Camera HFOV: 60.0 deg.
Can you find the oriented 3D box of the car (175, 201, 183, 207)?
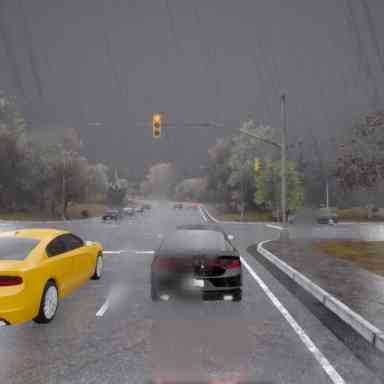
[{"bbox_3d":[-3.437,3.168,86.756,1.994,1.385,4.181,0,0,-3],"label":"car"}]

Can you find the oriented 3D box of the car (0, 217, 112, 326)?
[{"bbox_3d":[-3.406,1.543,7.302,1.882,1.535,5.008,0,-1,0],"label":"car"}]

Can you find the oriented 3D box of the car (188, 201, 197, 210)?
[{"bbox_3d":[0.161,3.044,76.175,2.097,1.767,4.553,0,0,0],"label":"car"}]

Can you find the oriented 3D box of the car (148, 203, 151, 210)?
[{"bbox_3d":[-10.343,3.232,75.321,2.033,1.411,5.357,0,0,0],"label":"car"}]

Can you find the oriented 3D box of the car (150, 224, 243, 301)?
[{"bbox_3d":[0.102,1.566,8.544,1.882,1.535,5.008,0,-1,0],"label":"car"}]

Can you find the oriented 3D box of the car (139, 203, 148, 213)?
[{"bbox_3d":[-10.406,3.247,64.741,2.128,1.511,4.902,0,0,1],"label":"car"}]

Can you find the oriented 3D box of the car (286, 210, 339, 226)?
[{"bbox_3d":[11.328,2.440,31.559,4.892,1.490,1.837,0,-2,0],"label":"car"}]

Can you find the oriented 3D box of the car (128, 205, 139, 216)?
[{"bbox_3d":[-10.470,3.213,54.636,1.812,1.442,4.674,0,-1,0],"label":"car"}]

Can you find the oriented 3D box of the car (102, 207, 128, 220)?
[{"bbox_3d":[-10.518,3.003,44.766,2.033,1.411,5.357,0,-2,1],"label":"car"}]

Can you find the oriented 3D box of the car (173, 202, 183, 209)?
[{"bbox_3d":[-3.340,3.185,76.688,1.837,1.490,4.892,0,0,0],"label":"car"}]

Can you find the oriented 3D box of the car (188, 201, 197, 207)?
[{"bbox_3d":[0.079,3.163,86.333,2.033,1.411,5.357,0,0,-3],"label":"car"}]
